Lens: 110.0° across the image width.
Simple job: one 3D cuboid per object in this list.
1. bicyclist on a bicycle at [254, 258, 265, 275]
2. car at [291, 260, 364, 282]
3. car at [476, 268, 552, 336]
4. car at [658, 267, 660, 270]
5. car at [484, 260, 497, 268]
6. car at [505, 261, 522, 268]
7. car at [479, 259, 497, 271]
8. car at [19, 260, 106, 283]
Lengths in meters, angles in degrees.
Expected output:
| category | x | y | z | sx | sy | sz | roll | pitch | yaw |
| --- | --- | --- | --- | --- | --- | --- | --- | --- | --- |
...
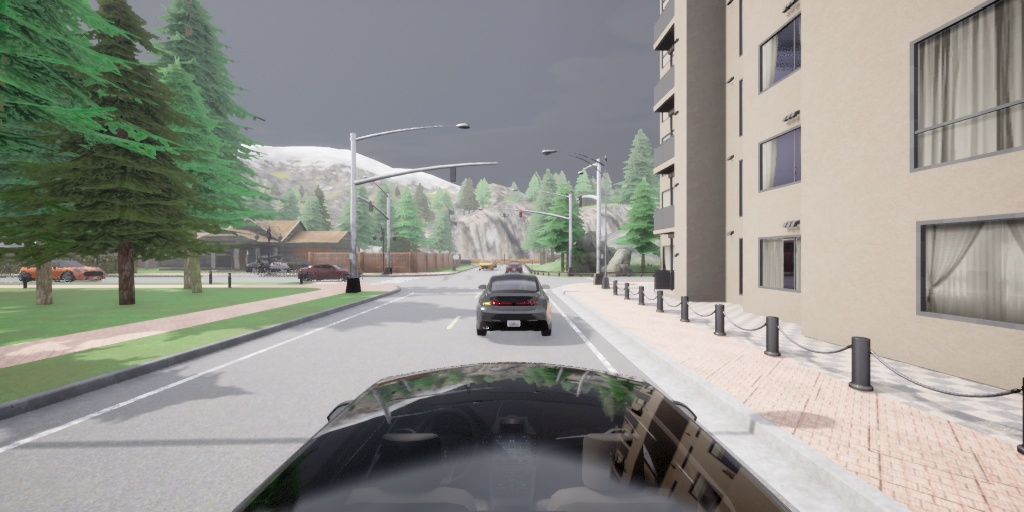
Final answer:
| category | x | y | z | sx | sy | sz | roll | pitch | yaw |
| --- | --- | --- | --- | --- | --- | --- | --- | --- | --- |
| bicyclist on a bicycle | -24.546 | 1.016 | 34.882 | 0.582 | 1.620 | 1.656 | 0 | 0 | -1 |
| car | -13.939 | 1.262 | 27.650 | 4.674 | 1.442 | 1.812 | 0 | 0 | -2 |
| car | 0.062 | 1.255 | 10.382 | 1.837 | 1.490 | 4.892 | 0 | 0 | 0 |
| car | 16.028 | 0.987 | 32.081 | 5.566 | 2.045 | 2.150 | 0 | 0 | -1 |
| car | -3.550 | 1.351 | 60.392 | 1.895 | 1.301 | 4.718 | 0 | 0 | 0 |
| car | 0.204 | 1.275 | 41.473 | 1.812 | 1.442 | 4.674 | 0 | 0 | -1 |
| car | -3.563 | 1.227 | 50.248 | 1.882 | 1.535 | 5.008 | 0 | 0 | 0 |
| car | -33.936 | 1.088 | 27.187 | 4.553 | 1.767 | 2.097 | 0 | 0 | -1 |
